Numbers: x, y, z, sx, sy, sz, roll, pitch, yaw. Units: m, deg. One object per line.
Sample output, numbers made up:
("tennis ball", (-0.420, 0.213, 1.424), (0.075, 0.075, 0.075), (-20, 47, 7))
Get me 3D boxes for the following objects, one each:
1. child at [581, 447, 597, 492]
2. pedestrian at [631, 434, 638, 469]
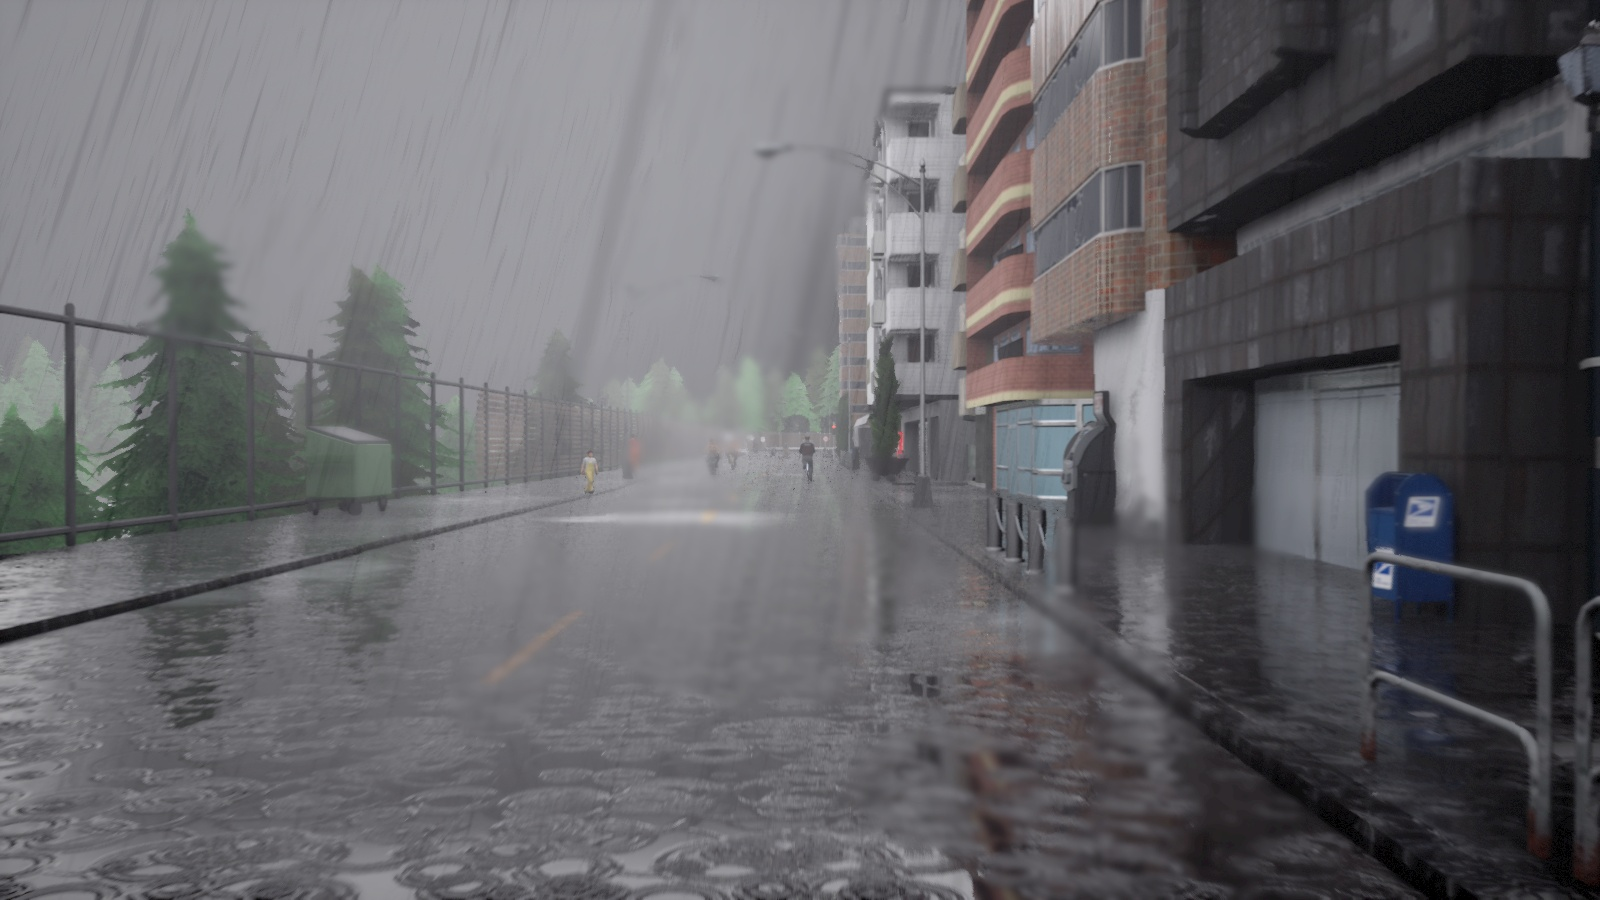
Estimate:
("child", (-5.860, 0.535, 34.905), (0.270, 1.263, 0.437), (0, 0, -39))
("pedestrian", (-8.611, 0.081, 65.400), (0.345, 1.836, 0.594), (0, 0, -8))
